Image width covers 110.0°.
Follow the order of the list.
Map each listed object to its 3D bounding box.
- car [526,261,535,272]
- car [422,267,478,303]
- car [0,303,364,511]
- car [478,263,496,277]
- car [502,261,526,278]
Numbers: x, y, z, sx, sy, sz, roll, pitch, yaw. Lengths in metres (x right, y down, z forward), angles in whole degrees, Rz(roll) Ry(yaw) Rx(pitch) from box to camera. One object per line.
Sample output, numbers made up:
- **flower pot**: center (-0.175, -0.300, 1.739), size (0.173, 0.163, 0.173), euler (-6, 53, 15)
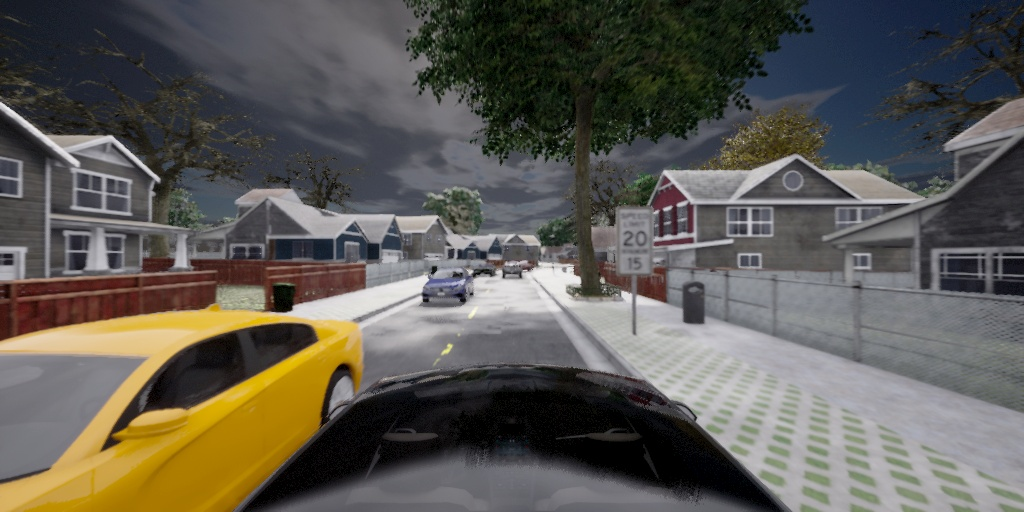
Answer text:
- **car**: center (1.720, 1.313, 47.383), size (1.812, 1.442, 4.674), euler (0, 0, 13)
- **car**: center (-2.835, 1.267, 16.707), size (1.812, 1.442, 4.674), euler (0, 0, 0)
- **car**: center (-2.847, 1.227, 2.608), size (1.882, 1.535, 5.008), euler (0, 0, 0)
- **car**: center (-2.644, 1.340, 35.351), size (1.895, 1.301, 4.718), euler (0, 0, 2)
- **car**: center (0.050, 1.231, 34.140), size (2.128, 1.511, 4.902), euler (0, 0, 2)
